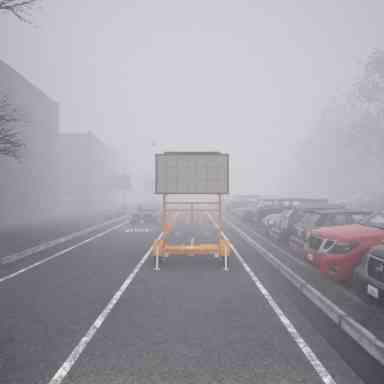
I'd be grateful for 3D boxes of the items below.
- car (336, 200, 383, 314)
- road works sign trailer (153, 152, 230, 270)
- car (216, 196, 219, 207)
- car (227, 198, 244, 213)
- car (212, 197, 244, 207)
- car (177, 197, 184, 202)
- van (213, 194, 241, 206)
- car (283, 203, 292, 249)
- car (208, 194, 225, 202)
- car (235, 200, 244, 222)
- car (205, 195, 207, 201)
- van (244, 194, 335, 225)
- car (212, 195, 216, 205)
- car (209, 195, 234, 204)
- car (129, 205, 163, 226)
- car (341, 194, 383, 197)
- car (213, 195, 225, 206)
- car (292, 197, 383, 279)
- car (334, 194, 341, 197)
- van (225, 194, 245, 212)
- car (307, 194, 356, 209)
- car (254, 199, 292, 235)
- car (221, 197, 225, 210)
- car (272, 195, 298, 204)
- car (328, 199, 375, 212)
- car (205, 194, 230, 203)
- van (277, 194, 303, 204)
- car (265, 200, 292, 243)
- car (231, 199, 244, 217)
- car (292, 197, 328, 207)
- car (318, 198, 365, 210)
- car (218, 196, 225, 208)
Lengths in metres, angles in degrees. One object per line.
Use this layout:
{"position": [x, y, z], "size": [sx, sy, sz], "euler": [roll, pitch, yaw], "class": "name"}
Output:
{"position": [5.649, 1.232, 5.308], "size": [5.566, 2.045, 2.435], "euler": [0, 0, 0], "class": "car"}
{"position": [0.006, 0.473, 11.027], "size": [2.380, 3.560, 2.880], "euler": [0, 0, 1], "class": "road works sign trailer"}
{"position": [5.673, 1.495, 38.944], "size": [5.008, 1.535, 2.097], "euler": [0, 0, 0], "class": "car"}
{"position": [5.649, 1.520, 27.734], "size": [4.792, 1.488, 2.163], "euler": [0, 0, 0], "class": "car"}
{"position": [5.673, 1.533, 52.961], "size": [5.008, 1.535, 2.097], "euler": [0, 0, 0], "class": "car"}
{"position": [-3.125, 1.988, 91.135], "size": [1.895, 1.301, 4.718], "euler": [0, -1, 0], "class": "car"}
{"position": [5.795, 1.317, 55.765], "size": [4.442, 1.987, 1.878], "euler": [0, 0, 0], "class": "van"}
{"position": [5.647, 1.359, 10.915], "size": [4.553, 1.767, 2.185], "euler": [0, 0, 0], "class": "car"}
{"position": [5.707, 1.272, 50.158], "size": [5.566, 2.045, 2.435], "euler": [0, 0, 0], "class": "car"}
{"position": [5.673, 1.488, 22.128], "size": [5.008, 1.535, 2.097], "euler": [0, 0, 0], "class": "car"}
{"position": [5.715, 1.335, 66.977], "size": [5.566, 2.045, 2.435], "euler": [0, 0, 0], "class": "car"}
{"position": [5.561, 1.262, 19.325], "size": [4.442, 1.987, 1.878], "euler": [0, 0, 0], "class": "van"}
{"position": [5.674, 1.514, 47.350], "size": [4.892, 1.521, 2.231], "euler": [0, 0, 0], "class": "car"}
{"position": [5.652, 1.447, 64.176], "size": [4.553, 1.767, 2.185], "euler": [0, 0, 0], "class": "car"}
{"position": [-3.217, 1.616, 23.737], "size": [1.895, 1.301, 4.718], "euler": [0, 0, 0], "class": "car"}
{"position": [18.730, 1.242, 33.706], "size": [5.566, 2.045, 2.435], "euler": [0, 0, 0], "class": "car"}
{"position": [5.649, 1.535, 44.552], "size": [4.792, 1.488, 2.163], "euler": [0, 0, 0], "class": "car"}
{"position": [5.650, 1.233, 8.112], "size": [5.566, 2.045, 2.435], "euler": [0, 0, 0], "class": "car"}
{"position": [18.729, 1.243, 36.368], "size": [5.566, 2.045, 2.435], "euler": [0, 0, 0], "class": "car"}
{"position": [5.562, 1.265, 30.538], "size": [4.442, 1.987, 1.878], "euler": [0, 0, 0], "class": "van"}
{"position": [18.730, 1.256, 44.723], "size": [5.566, 2.045, 2.435], "euler": [0, 0, 0], "class": "car"}
{"position": [5.709, 1.361, 16.521], "size": [4.553, 1.767, 2.185], "euler": [0, 0, 0], "class": "car"}
{"position": [5.707, 1.521, 33.341], "size": [4.792, 1.488, 2.163], "euler": [0, 0, 0], "class": "car"}
{"position": [18.735, 1.461, 67.000], "size": [4.553, 1.767, 2.185], "euler": [0, 0, 0], "class": "car"}
{"position": [18.755, 1.537, 39.275], "size": [4.674, 1.452, 2.002], "euler": [0, 0, 0], "class": "car"}
{"position": [5.728, 1.389, 75.387], "size": [5.566, 2.045, 2.435], "euler": [0, 0, 0], "class": "car"}
{"position": [18.879, 1.348, 64.220], "size": [4.442, 1.987, 1.878], "euler": [0, 0, 0], "class": "van"}
{"position": [5.647, 1.360, 13.718], "size": [4.553, 1.767, 2.185], "euler": [0, 0, 0], "class": "car"}
{"position": [5.649, 1.519, 24.931], "size": [4.792, 1.488, 2.163], "euler": [0, 0, 0], "class": "car"}
{"position": [18.753, 1.535, 53.076], "size": [5.008, 1.535, 2.097], "euler": [0, 0, 0], "class": "car"}
{"position": [18.753, 1.502, 41.936], "size": [5.008, 1.535, 2.097], "euler": [0, 0, 0], "class": "car"}
{"position": [5.864, 1.490, 36.144], "size": [5.366, 1.575, 1.946], "euler": [0, 0, 0], "class": "car"}
